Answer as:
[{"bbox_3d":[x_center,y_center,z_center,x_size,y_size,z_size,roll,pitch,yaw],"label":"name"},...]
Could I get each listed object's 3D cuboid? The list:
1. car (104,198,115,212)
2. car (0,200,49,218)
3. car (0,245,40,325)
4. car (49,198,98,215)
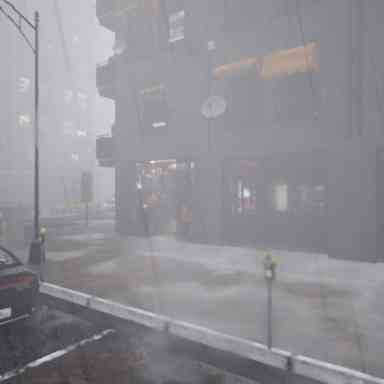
[{"bbox_3d":[-6.083,0.895,33.060,2.150,2.045,5.566,0,1,35],"label":"car"},{"bbox_3d":[-14.067,1.369,26.170,2.008,1.369,4.403,1,1,35],"label":"car"},{"bbox_3d":[-4.551,1.556,6.137,4.403,1.369,2.008,0,0,36],"label":"car"},{"bbox_3d":[-10.967,1.268,30.588,1.752,1.417,4.829,1,1,35],"label":"car"}]
